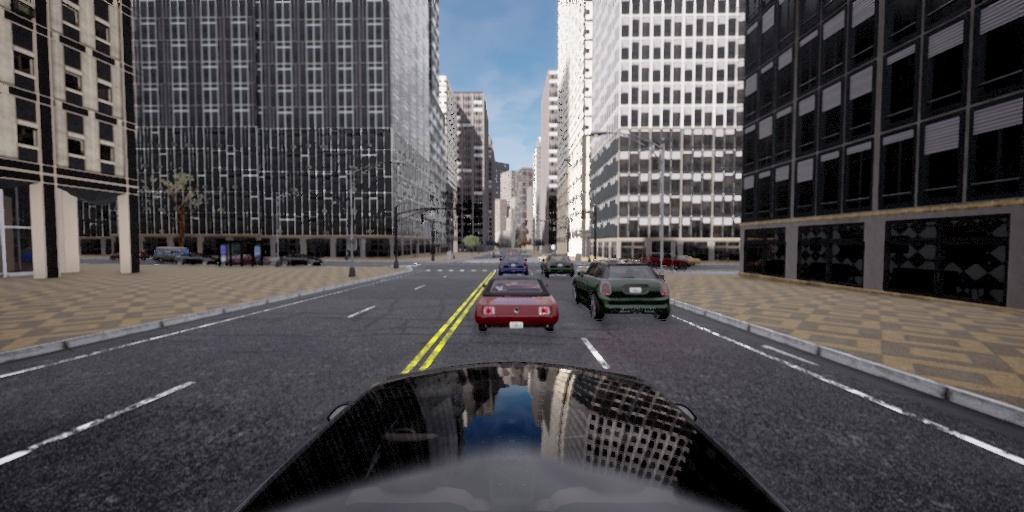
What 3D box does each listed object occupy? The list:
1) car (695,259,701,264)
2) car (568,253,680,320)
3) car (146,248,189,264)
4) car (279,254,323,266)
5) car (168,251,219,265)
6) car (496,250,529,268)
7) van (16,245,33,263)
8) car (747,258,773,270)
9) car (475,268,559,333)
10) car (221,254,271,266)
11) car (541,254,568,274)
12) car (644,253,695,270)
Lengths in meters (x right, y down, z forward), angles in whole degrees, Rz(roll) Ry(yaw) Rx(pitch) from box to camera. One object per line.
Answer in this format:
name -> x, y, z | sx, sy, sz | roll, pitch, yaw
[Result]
car -> 21.806, 0.535, 46.466 | 4.829, 1.417, 1.751 | 0, 0, 1
car -> 3.349, 0.906, 11.833 | 2.097, 1.767, 4.553 | 0, 1, 0
car -> -38.778, 0.141, 41.735 | 4.902, 1.511, 2.128 | 1, 2, 1
car -> -22.730, 0.464, 38.706 | 4.313, 1.339, 1.948 | 0, 0, 1
car -> -34.095, 0.354, 39.010 | 4.313, 1.339, 1.948 | 0, 0, 1
car -> 0.101, 0.606, 27.088 | 2.097, 1.767, 4.553 | 0, 1, 0
van -> -51.139, -0.036, 39.406 | 3.998, 1.789, 1.690 | 0, 0, 1
car -> 27.643, 0.882, 37.989 | 4.829, 1.417, 1.751 | 0, 0, 1
car -> 0.099, 1.188, 10.110 | 1.895, 1.301, 4.718 | 0, 1, 0
car -> -28.414, 0.426, 38.838 | 4.207, 1.307, 1.802 | 0, 0, 1
car -> 3.351, 0.608, 26.999 | 2.097, 1.767, 4.553 | 0, 1, 0
car -> 16.195, 0.569, 38.184 | 5.009, 1.841, 2.192 | 0, 0, 1
